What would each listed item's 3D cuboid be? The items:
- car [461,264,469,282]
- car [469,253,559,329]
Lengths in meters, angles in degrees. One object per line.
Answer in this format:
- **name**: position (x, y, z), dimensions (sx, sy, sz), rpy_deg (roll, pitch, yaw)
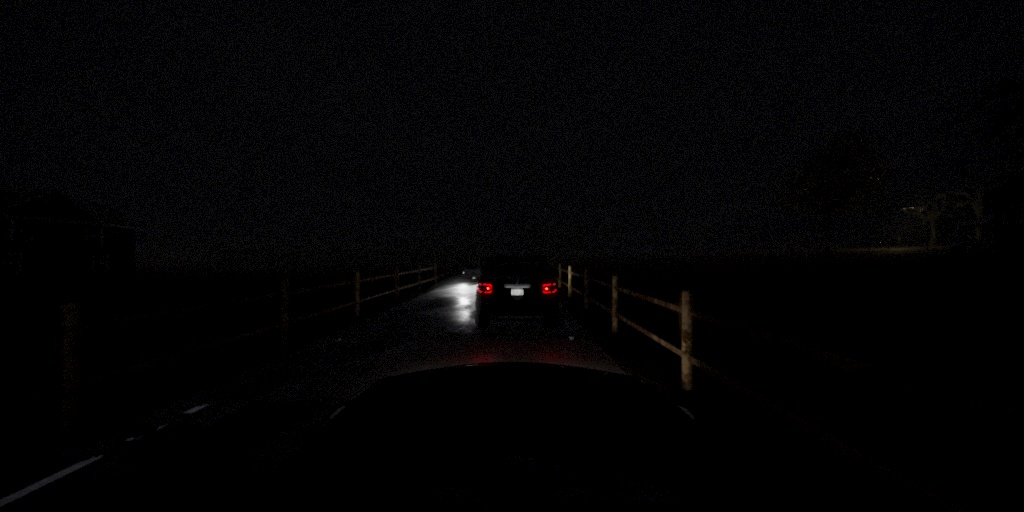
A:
- **car**: position (-2.630, 1.214, 27.107), dimensions (1.895, 1.301, 4.718), rpy_deg (0, 0, 1)
- **car**: position (0.162, 0.932, 11.200), dimensions (2.150, 2.045, 5.566), rpy_deg (0, 0, 1)
